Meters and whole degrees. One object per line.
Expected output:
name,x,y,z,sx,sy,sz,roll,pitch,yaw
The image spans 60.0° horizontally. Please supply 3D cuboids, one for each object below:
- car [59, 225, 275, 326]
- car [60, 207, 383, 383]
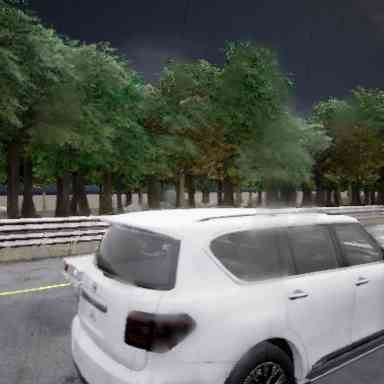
car,-0.388,1.626,7.740,4.718,1.301,1.895,0,0,-35
car,1.270,1.243,4.627,5.566,2.045,2.150,1,0,-35
